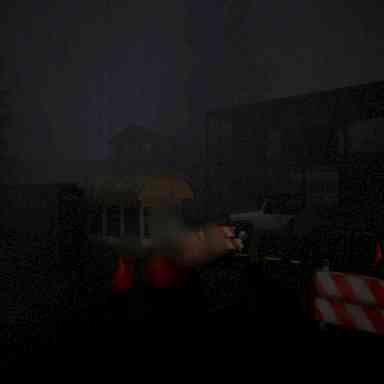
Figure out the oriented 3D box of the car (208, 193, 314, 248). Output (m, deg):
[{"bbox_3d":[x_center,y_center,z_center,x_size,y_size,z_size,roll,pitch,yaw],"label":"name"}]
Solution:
[{"bbox_3d":[2.698,0.986,12.682,3.866,1.878,1.905,0,0,-18],"label":"car"}]
